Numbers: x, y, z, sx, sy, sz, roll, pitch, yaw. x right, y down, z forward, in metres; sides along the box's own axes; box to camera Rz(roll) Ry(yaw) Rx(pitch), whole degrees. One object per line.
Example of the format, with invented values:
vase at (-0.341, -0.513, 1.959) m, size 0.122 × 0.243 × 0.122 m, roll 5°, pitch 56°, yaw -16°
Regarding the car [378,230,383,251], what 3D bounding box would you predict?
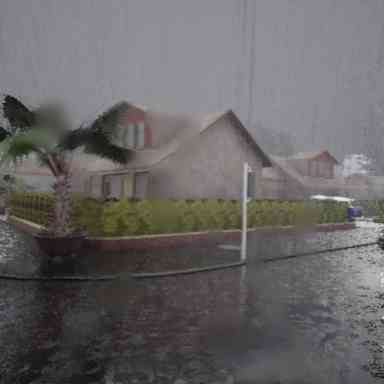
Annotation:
car at (10.009, 1.839, 14.625) m, size 4.902 × 1.511 × 2.128 m, roll 2°, pitch 0°, yaw -38°
